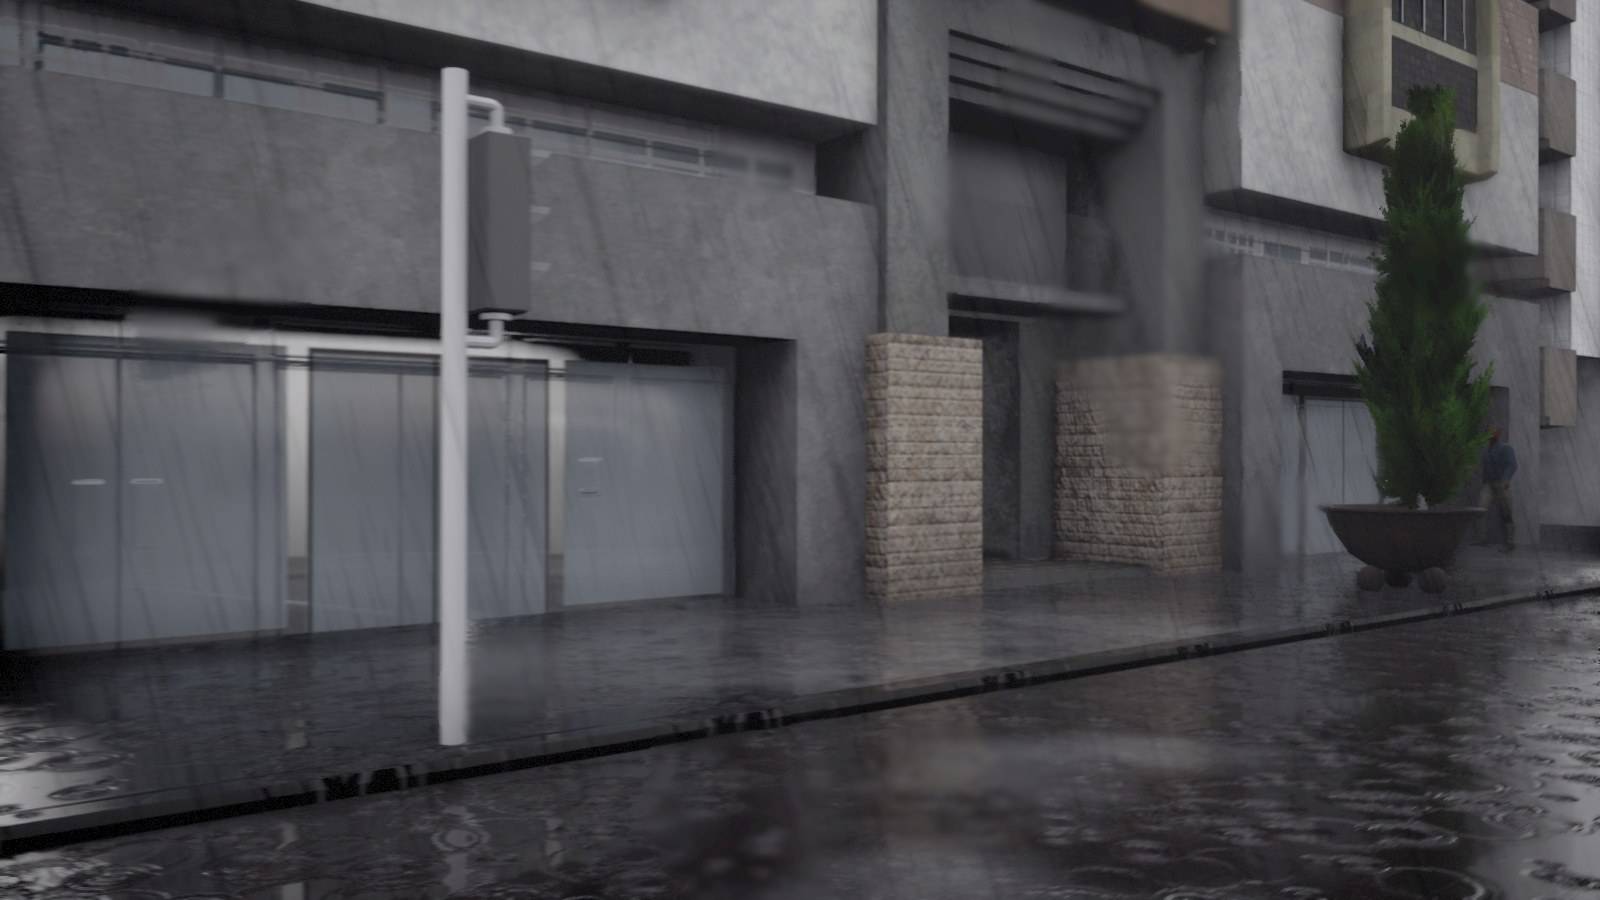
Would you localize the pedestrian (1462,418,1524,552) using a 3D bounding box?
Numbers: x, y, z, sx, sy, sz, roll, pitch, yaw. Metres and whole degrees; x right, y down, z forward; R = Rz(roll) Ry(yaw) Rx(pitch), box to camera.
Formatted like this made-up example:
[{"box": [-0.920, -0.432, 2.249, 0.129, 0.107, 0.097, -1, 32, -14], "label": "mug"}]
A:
[{"box": [9.690, 0.479, 17.561, 0.726, 1.835, 0.370, 0, 0, -21], "label": "pedestrian"}]

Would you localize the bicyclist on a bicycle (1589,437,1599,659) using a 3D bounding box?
[{"box": [6.631, 0.709, 9.498, 1.656, 1.620, 0.582, 0, 0, -38], "label": "bicyclist on a bicycle"}]
